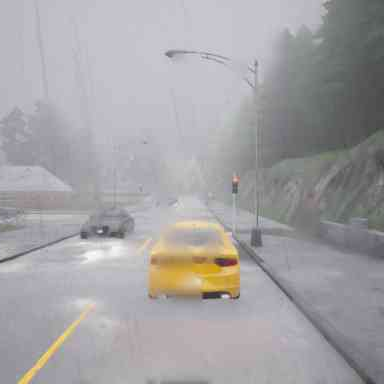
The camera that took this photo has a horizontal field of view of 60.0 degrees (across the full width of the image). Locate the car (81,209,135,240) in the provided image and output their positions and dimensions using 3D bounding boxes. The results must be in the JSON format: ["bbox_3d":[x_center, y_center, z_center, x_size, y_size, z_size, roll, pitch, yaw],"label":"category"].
[{"bbox_3d":[-4.103,1.564,16.802,1.994,1.385,4.181,0,0,-1],"label":"car"}]

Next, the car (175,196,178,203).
[{"bbox_3d":[-4.020,1.564,58.776,1.994,1.385,4.181,0,0,0],"label":"car"}]

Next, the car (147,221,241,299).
[{"bbox_3d":[0.061,1.478,8.490,1.882,1.535,5.008,0,0,1],"label":"car"}]

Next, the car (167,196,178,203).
[{"bbox_3d":[-3.938,1.564,68.785,1.994,1.385,4.181,0,0,1],"label":"car"}]

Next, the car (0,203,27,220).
[{"bbox_3d":[-16.727,1.547,27.651,5.357,1.411,2.033,0,0,0],"label":"car"}]

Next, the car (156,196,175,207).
[{"bbox_3d":[-4.047,1.352,49.457,2.097,1.767,4.553,0,0,0],"label":"car"}]
